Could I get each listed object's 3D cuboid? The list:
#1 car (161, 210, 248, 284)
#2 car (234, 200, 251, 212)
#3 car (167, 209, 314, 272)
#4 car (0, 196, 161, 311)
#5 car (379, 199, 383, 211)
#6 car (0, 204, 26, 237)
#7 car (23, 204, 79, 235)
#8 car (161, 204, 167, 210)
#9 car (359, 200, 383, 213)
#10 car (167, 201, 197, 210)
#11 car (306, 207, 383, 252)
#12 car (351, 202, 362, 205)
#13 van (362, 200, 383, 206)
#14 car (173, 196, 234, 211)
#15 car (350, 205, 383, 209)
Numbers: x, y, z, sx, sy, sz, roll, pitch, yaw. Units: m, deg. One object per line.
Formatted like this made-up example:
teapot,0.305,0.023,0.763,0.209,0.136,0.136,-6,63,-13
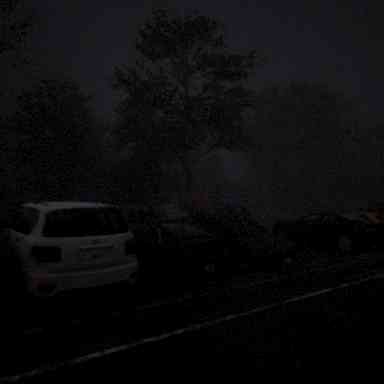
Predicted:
car,-0.976,1.508,9.750,2.231,1.521,4.892,1,0,-35
car,2.545,1.399,28.305,2.435,2.045,5.566,1,0,-36
car,1.316,1.563,11.356,2.163,1.488,4.792,1,0,-36
car,-3.278,1.232,8.148,2.435,2.045,5.566,1,0,-36
car,29.814,1.918,47.844,2.185,1.767,4.553,1,0,-36
car,-10.955,1.512,18.667,2.163,1.488,4.792,1,0,-36
car,-8.722,1.536,20.332,2.163,1.488,4.792,1,0,-36
car,-4.169,1.560,23.540,2.097,1.535,5.008,1,0,-36
car,25.421,1.976,44.443,1.946,1.575,5.366,1,0,-36
car,-2.005,1.627,25.088,2.002,1.452,4.674,1,0,-36
car,5.866,1.590,14.633,2.097,1.535,5.008,1,0,-36
car,23.051,1.947,42.985,2.231,1.521,4.892,1,0,-36
van,12.774,1.462,19.428,1.878,1.987,4.442,1,0,-36
car,0.379,1.368,26.758,2.435,2.045,5.566,1,0,-35
car,8.034,1.619,16.415,1.946,1.575,5.366,1,0,-36
